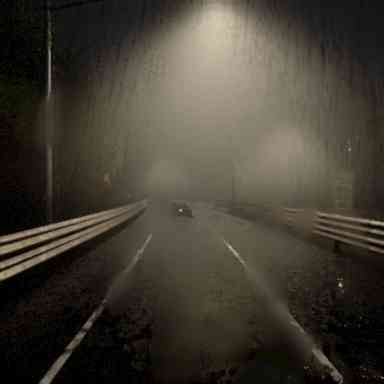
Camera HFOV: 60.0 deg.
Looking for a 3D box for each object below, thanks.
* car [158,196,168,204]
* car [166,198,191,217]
[{"bbox_3d":[-5.440,1.512,64.058,1.837,1.490,4.892,0,0,-10],"label":"car"},{"bbox_3d":[-1.173,1.567,31.157,1.994,1.385,4.181,0,0,-5],"label":"car"}]
